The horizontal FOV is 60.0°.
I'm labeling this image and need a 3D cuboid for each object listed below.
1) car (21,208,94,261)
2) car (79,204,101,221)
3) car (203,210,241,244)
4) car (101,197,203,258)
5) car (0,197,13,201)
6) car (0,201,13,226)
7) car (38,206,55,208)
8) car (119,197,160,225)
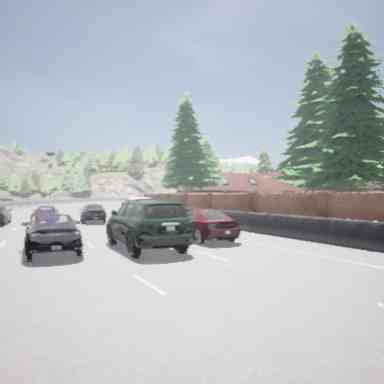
[{"bbox_3d":[-5.418,1.592,12.861,2.128,1.511,4.902,0,0,-26],"label":"car"},{"bbox_3d":[-8.052,1.721,27.098,1.837,1.490,4.892,0,0,-21],"label":"car"},{"bbox_3d":[0.477,1.621,16.743,1.882,1.535,5.008,0,0,-26],"label":"car"},{"bbox_3d":[-1.928,1.338,13.672,2.150,2.045,5.566,0,0,-27],"label":"car"},{"bbox_3d":[-34.862,1.806,61.464,2.097,1.767,4.553,0,0,-8],"label":"car"},{"bbox_3d":[-14.526,1.686,24.435,1.837,1.490,4.892,0,0,-21],"label":"car"},{"bbox_3d":[-11.300,1.761,25.803,1.994,1.385,4.181,0,0,-21],"label":"car"},{"bbox_3d":[-4.501,1.450,27.578,2.150,2.045,5.566,0,0,-22],"label":"car"}]
